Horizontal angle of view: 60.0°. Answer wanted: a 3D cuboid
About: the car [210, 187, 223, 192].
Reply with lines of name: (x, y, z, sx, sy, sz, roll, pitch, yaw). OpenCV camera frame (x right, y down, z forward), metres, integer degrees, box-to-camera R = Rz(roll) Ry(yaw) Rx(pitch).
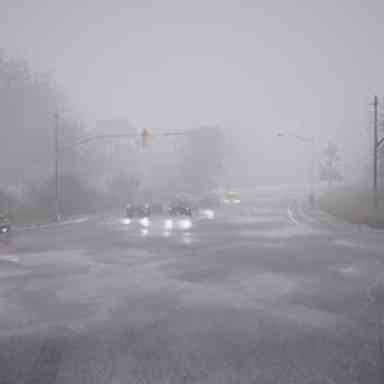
car: (4.184, 0.064, 53.885, 1.882, 1.535, 5.008, 0, 4, 24)

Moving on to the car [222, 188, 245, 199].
car: (6.668, 0.194, 50.826, 1.882, 1.535, 5.008, 0, 4, 24)

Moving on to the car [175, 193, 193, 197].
car: (-1.063, 0.898, 40.118, 1.837, 1.490, 4.892, 0, 2, 18)

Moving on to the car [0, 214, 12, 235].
car: (-10.476, 1.408, 14.357, 4.892, 1.490, 1.837, 0, 0, 0)

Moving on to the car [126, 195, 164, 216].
car: (-4.020, 1.098, 28.937, 2.097, 1.767, 4.553, 0, 1, 13)

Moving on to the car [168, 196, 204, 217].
car: (-0.579, 1.351, 28.437, 1.895, 1.301, 4.718, 0, 1, 13)

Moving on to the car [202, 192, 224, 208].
car: (1.891, 1.057, 37.867, 1.895, 1.301, 4.718, 0, 2, 17)
